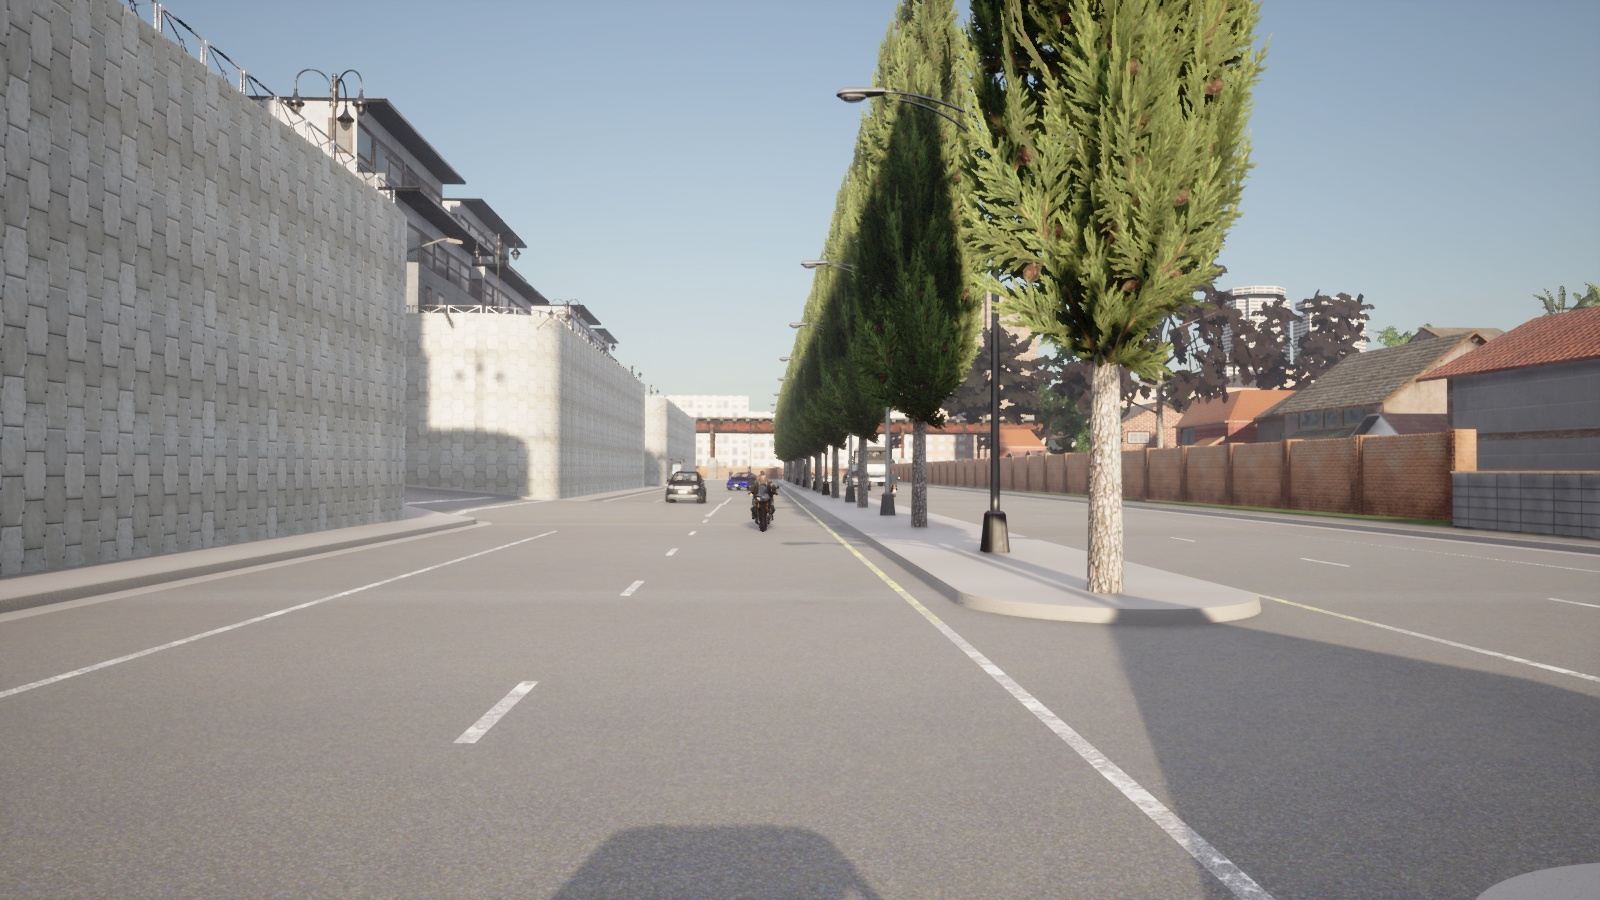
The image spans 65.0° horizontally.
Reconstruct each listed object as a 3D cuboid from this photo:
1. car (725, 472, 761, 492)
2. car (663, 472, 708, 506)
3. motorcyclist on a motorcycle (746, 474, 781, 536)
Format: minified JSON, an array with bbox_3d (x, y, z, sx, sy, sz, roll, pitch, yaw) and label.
[{"bbox_3d":[-4.443,2.486,97.829,1.816,1.474,4.193,0,-1,12],"label":"car"},{"bbox_3d":[-5.355,1.807,59.186,1.789,1.549,3.705,0,-1,0],"label":"car"},{"bbox_3d":[-0.951,1.401,32.677,0.866,1.530,2.191,0,-1,-2],"label":"motorcyclist on a motorcycle"}]
